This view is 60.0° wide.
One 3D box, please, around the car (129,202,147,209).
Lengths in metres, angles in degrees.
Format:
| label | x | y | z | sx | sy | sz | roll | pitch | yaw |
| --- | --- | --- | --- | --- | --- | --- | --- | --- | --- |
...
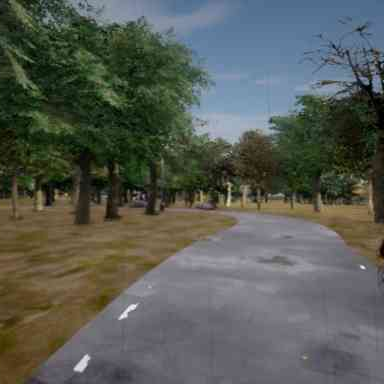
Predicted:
| label | x | y | z | sx | sy | sz | roll | pitch | yaw |
| --- | --- | --- | --- | --- | --- | --- | --- | --- | --- |
| car | -10.000 | 2.756 | 69.121 | 5.357 | 1.411 | 2.033 | -1 | -2 | 38 |

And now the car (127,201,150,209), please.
| label | x | y | z | sx | sy | sz | roll | pitch | yaw |
| --- | --- | --- | --- | --- | --- | --- | --- | --- | --- |
| car | -11.895 | 2.860 | 74.046 | 4.902 | 1.511 | 2.128 | -1 | -2 | 31 |

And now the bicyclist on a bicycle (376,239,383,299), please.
| label | x | y | z | sx | sy | sz | roll | pitch | yaw |
| --- | --- | --- | --- | --- | --- | --- | --- | --- | --- |
| bicyclist on a bicycle | 4.563 | 1.659 | 7.547 | 0.582 | 1.620 | 1.656 | 2 | -1 | 9 |

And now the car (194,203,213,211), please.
| label | x | y | z | sx | sy | sz | roll | pitch | yaw |
| --- | --- | --- | --- | --- | --- | --- | --- | --- | --- |
| car | 2.051 | 2.672 | 60.256 | 1.994 | 1.385 | 4.181 | 2 | -2 | -32 |
